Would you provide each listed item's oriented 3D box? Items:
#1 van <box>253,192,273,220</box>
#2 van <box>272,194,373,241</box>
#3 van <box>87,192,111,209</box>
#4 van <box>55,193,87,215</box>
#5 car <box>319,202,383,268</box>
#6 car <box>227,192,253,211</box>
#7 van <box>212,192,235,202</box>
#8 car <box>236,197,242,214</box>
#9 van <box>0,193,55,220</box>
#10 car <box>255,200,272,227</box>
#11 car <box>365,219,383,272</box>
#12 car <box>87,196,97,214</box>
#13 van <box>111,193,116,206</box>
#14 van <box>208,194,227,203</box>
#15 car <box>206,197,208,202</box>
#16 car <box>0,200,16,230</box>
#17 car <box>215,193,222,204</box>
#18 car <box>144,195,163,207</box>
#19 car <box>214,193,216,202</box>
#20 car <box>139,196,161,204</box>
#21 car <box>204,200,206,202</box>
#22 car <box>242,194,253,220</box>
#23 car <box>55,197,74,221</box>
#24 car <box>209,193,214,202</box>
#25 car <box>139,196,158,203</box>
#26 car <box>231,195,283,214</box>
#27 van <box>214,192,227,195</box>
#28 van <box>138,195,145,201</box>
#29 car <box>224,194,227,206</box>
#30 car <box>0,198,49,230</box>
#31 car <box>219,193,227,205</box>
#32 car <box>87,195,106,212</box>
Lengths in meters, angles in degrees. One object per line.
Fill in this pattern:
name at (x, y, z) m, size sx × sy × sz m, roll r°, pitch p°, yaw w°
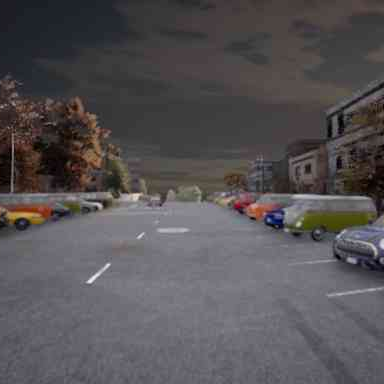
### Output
van at (6.536, 1.127, 21.566) m, size 4.442 × 1.987 × 1.878 m, roll 1°, pitch 0°, yaw -20°
van at (6.319, 1.155, 15.611) m, size 4.442 × 1.987 × 1.878 m, roll 1°, pitch 1°, yaw -20°
van at (-11.493, 1.075, 36.262) m, size 4.442 × 1.987 × 1.878 m, roll -1°, pitch 0°, yaw -20°
van at (-11.281, 1.099, 27.519) m, size 4.442 × 1.987 × 1.878 m, roll -1°, pitch 0°, yaw -20°
car at (6.453, 1.293, 9.795) m, size 4.553 × 1.767 × 2.185 m, roll 1°, pitch 1°, yaw -20°
car at (6.458, 1.064, 30.336) m, size 5.566 × 2.045 × 2.435 m, roll 1°, pitch 0°, yaw -20°
van at (6.490, 1.124, 68.495) m, size 4.442 × 1.987 × 1.878 m, roll 1°, pitch -2°, yaw -20°
car at (6.430, 1.366, 27.388) m, size 4.674 × 1.452 × 2.002 m, roll 1°, pitch 0°, yaw -20°
van at (-11.500, 1.128, 21.543) m, size 4.442 × 1.987 × 1.878 m, roll -1°, pitch 1°, yaw -20°
car at (6.418, 1.366, 18.591) m, size 5.008 × 1.535 × 2.097 m, roll 1°, pitch 0°, yaw -20°
car at (6.426, 1.439, 6.856) m, size 4.892 × 1.521 × 2.231 m, roll 1°, pitch 1°, yaw -20°
car at (-11.387, 1.356, 30.421) m, size 4.674 × 1.452 × 2.002 m, roll -1°, pitch 0°, yaw -20°
van at (-11.275, 1.065, 39.295) m, size 4.442 × 1.987 × 1.878 m, roll -1°, pitch 0°, yaw -20°
van at (6.378, 1.680, 83.122) m, size 4.442 × 1.987 × 1.878 m, roll 2°, pitch -4°, yaw -21°
car at (6.513, 1.510, 74.365) m, size 5.366 × 1.575 × 1.946 m, roll 2°, pitch -2°, yaw -20°
car at (-11.383, 1.383, 15.698) m, size 4.892 × 1.521 × 2.231 m, roll -1°, pitch 1°, yaw -20°
car at (6.612, 1.273, 47.983) m, size 5.366 × 1.575 × 1.946 m, roll 1°, pitch 0°, yaw -20°
car at (-4.979, 1.354, 45.815) m, size 1.812 × 1.442 × 4.674 m, roll 0°, pitch 0°, yaw 0°
car at (6.462, 1.299, 50.867) m, size 4.792 × 1.488 × 2.163 m, roll 1°, pitch 0°, yaw -20°
car at (-11.621, 2.190, 91.115) m, size 5.566 × 2.045 × 2.435 m, roll 1°, pitch -4°, yaw -21°
car at (6.301, 1.750, 80.141) m, size 5.008 × 1.535 × 2.097 m, roll 2°, pitch -3°, yaw -20°
car at (6.399, 1.211, 24.449) m, size 4.553 × 1.767 × 2.185 m, roll 1°, pitch 0°, yaw -20°
car at (-11.383, 1.378, 24.527) m, size 4.674 × 1.452 × 2.002 m, roll -1°, pitch 1°, yaw -20°
car at (6.253, 1.253, 56.659) m, size 5.366 × 1.575 × 1.946 m, roll 1°, pitch 0°, yaw -20°
car at (-11.636, 2.113, 88.092) m, size 4.553 × 1.767 × 2.185 m, roll 1°, pitch -4°, yaw -21°
car at (6.465, 1.179, 33.259) m, size 4.553 × 1.767 × 2.185 m, roll 1°, pitch 0°, yaw -20°
van at (6.326, 1.037, 53.743) m, size 4.442 × 1.987 × 1.878 m, roll 1°, pitch 0°, yaw -20°
van at (-11.461, 1.824, 85.164) m, size 4.442 × 1.987 × 1.878 m, roll 1°, pitch -3°, yaw -21°
car at (6.424, 1.299, 36.191) m, size 4.892 × 1.521 × 2.231 m, roll 1°, pitch 0°, yaw -20°
car at (-11.216, 1.361, 18.708) m, size 5.366 × 1.575 × 1.946 m, roll -1°, pitch 0°, yaw -20°
car at (6.608, 1.283, 42.122) m, size 5.366 × 1.575 × 1.946 m, roll 1°, pitch 0°, yaw -20°
car at (-11.388, 1.346, 33.367) m, size 4.674 × 1.452 × 2.002 m, roll -1°, pitch 0°, yaw -20°
